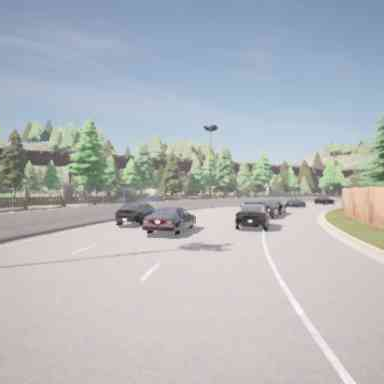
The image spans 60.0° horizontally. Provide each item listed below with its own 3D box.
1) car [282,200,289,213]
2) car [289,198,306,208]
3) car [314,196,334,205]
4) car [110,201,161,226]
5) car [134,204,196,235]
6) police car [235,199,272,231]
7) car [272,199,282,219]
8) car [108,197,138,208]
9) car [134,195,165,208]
[{"bbox_3d":[8.428,1.488,34.152,1.882,1.535,5.008,0,0,24],"label":"car"},{"bbox_3d":[15.284,1.589,49.156,1.994,1.385,4.181,0,0,37],"label":"car"},{"bbox_3d":[23.611,1.525,59.399,5.008,1.535,1.882,0,0,-45],"label":"car"},{"bbox_3d":[-3.641,1.481,23.181,1.837,1.490,4.892,0,0,14],"label":"car"},{"bbox_3d":[-1.157,1.534,18.880,2.033,1.411,5.357,0,0,13],"label":"car"},{"bbox_3d":[3.898,1.428,21.145,1.930,1.638,5.238,0,0,15],"label":"police car"},{"bbox_3d":[6.476,1.512,29.321,1.837,1.490,4.892,0,0,20],"label":"car"},{"bbox_3d":[-9.728,1.507,47.156,1.994,1.385,4.181,0,0,26],"label":"car"},{"bbox_3d":[-5.966,1.307,46.854,2.097,1.767,4.553,0,0,27],"label":"car"}]
